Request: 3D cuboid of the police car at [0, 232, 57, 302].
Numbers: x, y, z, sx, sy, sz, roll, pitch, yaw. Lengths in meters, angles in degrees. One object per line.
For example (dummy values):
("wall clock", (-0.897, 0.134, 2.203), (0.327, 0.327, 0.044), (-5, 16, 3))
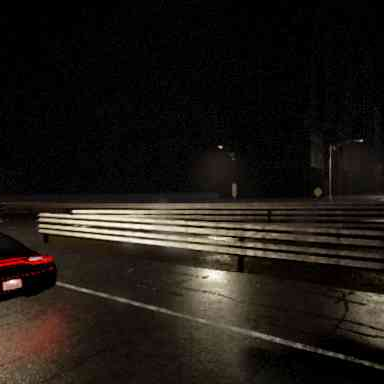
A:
("police car", (-5.330, 1.588, 7.663), (4.974, 1.542, 2.038), (-1, 0, 35))
